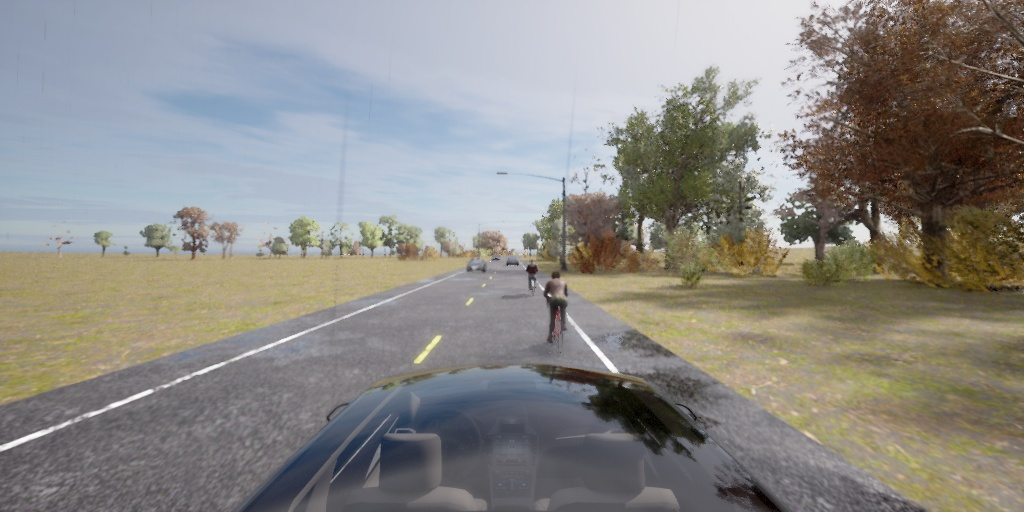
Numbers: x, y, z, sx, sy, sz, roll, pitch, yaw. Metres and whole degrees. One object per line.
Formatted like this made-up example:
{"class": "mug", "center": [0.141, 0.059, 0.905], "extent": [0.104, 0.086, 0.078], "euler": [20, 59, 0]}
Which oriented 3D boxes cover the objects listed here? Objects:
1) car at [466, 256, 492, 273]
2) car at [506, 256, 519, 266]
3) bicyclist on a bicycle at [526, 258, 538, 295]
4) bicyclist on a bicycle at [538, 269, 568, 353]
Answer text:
{"class": "car", "center": [-3.591, 0.958, 37.007], "extent": [2.128, 1.511, 4.902], "euler": [0, 0, 0]}
{"class": "car", "center": [0.102, 0.853, 58.853], "extent": [1.994, 1.385, 4.181], "euler": [0, 0, 0]}
{"class": "bicyclist on a bicycle", "center": [0.963, 0.996, 17.102], "extent": [0.659, 1.776, 1.843], "euler": [0, 1, 0]}
{"class": "bicyclist on a bicycle", "center": [0.963, 1.154, 7.717], "extent": [0.582, 1.620, 1.656], "euler": [0, 0, 0]}
